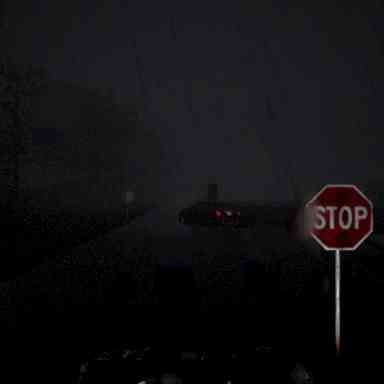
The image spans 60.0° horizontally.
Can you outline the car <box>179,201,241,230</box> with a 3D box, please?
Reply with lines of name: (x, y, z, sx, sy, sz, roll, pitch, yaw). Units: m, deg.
car: (1.055, 1.347, 21.539, 2.097, 1.767, 4.553, 1, 0, -34)
